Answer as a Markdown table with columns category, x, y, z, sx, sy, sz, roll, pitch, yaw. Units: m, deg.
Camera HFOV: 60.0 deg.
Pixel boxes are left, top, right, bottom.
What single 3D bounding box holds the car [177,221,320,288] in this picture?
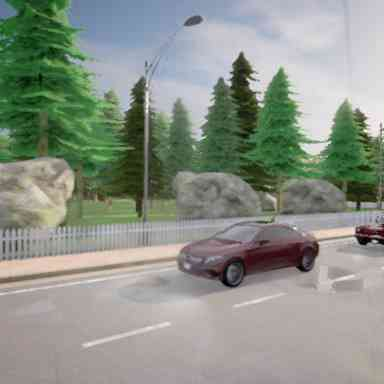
| category | x | y | z | sx | sy | sz | roll | pitch | yaw |
| --- | --- | --- | --- | --- | --- | --- | --- | --- | --- |
| car | 1.789 | 1.581 | 9.560 | 4.674 | 1.442 | 1.812 | 1 | 0 | -35 |

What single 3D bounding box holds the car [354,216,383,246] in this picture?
| category | x | y | z | sx | sy | sz | roll | pitch | yaw |
| --- | --- | --- | --- | --- | --- | --- | --- | --- | --- |
| car | 9.279 | 1.729 | 14.878 | 4.718 | 1.301 | 1.895 | 1 | 0 | -35 |
